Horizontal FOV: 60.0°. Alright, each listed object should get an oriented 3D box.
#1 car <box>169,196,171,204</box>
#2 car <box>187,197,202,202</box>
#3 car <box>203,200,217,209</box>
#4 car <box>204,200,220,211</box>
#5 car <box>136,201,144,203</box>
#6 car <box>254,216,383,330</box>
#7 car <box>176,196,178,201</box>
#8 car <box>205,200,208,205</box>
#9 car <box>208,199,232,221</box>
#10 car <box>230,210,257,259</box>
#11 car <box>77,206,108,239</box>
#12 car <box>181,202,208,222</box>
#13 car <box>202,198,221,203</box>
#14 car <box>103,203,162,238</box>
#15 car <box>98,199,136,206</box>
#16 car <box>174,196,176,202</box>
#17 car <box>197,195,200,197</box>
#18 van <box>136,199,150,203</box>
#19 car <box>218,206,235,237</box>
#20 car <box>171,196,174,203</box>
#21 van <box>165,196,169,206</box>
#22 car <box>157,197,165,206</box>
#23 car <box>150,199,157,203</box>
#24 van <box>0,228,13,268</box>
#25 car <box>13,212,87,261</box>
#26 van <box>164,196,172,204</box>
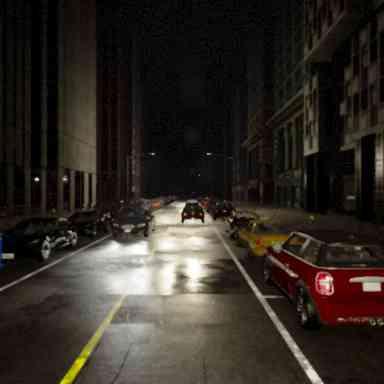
[{"bbox_3d":[-5.808,2.005,68.850,1.752,1.417,4.829,0,0,0],"label":"car"},{"bbox_3d":[0.049,1.808,45.700,2.128,1.511,4.902,0,-1,0],"label":"car"},{"bbox_3d":[2.728,1.928,52.124,1.947,1.339,4.313,0,0,0],"label":"car"},{"bbox_3d":[2.731,1.868,46.488,1.887,1.381,4.507,0,0,0],"label":"car"},{"bbox_3d":[-5.783,1.750,29.564,1.887,1.381,4.507,0,0,0],"label":"car"},{"bbox_3d":[2.756,1.490,7.035,1.967,1.590,4.097,0,0,0],"label":"car"},{"bbox_3d":[-5.824,1.962,91.567,2.192,1.841,5.009,0,0,0],"label":"car"},{"bbox_3d":[2.738,1.811,35.215,1.947,1.339,4.313,0,0,0],"label":"car"},{"bbox_3d":[2.741,1.646,29.579,1.967,1.590,4.097,0,0,0],"label":"car"},{"bbox_3d":[2.752,1.615,12.841,1.752,1.417,4.829,0,0,0],"label":"car"},{"bbox_3d":[-5.776,1.693,18.290,1.947,1.339,4.313,0,0,0],"label":"car"},{"bbox_3d":[0.079,1.796,28.041,1.895,1.301,4.718,0,0,0],"label":"car"},{"bbox_3d":[2.734,1.599,40.853,2.192,1.841,5.009,0,0,0],"label":"car"},{"bbox_3d":[-3.111,1.621,18.555,2.128,1.511,4.902,0,0,0],"label":"car"},{"bbox_3d":[-5.780,1.481,23.928,2.192,1.841,5.009,0,0,0],"label":"car"},{"bbox_3d":[-5.820,2.045,85.929,1.967,1.590,4.097,0,0,0],"label":"car"},{"bbox_3d":[2.702,2.229,91.576,1.802,1.307,4.206,0,0,0],"label":"car"},{"bbox_3d":[-5.787,1.586,35.202,1.690,1.788,3.998,0,0,0],"label":"van"},{"bbox_3d":[2.749,1.678,18.307,2.008,1.369,4.403,0,0,0],"label":"car"},{"bbox_3d":[-5.812,2.073,74.655,2.008,1.369,4.403,0,0,0],"label":"car"},{"bbox_3d":[-5.805,1.782,63.384,1.690,1.788,3.998,0,0,0],"label":"van"},{"bbox_3d":[-5.798,1.802,52.111,1.967,1.590,4.097,0,0,0],"label":"car"},{"bbox_3d":[-5.791,1.724,40.838,1.967,1.590,4.097,0,0,0],"label":"car"},{"bbox_3d":[-5.770,1.391,7.019,1.690,1.788,3.998,0,0,0],"label":"van"},{"bbox_3d":[-5.772,1.654,12.654,1.947,1.339,4.313,0,0,0],"label":"car"},{"bbox_3d":[-5.817,1.904,80.294,1.690,1.788,3.998,0,0,0],"label":"van"}]
